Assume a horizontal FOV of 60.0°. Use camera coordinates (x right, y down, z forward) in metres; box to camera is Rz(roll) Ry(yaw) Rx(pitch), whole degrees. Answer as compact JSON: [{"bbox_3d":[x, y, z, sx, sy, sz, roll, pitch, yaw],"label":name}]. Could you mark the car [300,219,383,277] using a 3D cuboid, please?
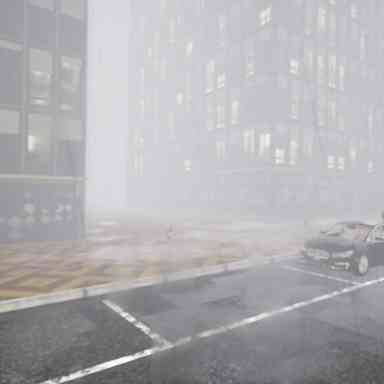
[{"bbox_3d":[5.138,1.549,10.204,4.403,1.369,2.008,0,1,-35],"label":"car"}]
